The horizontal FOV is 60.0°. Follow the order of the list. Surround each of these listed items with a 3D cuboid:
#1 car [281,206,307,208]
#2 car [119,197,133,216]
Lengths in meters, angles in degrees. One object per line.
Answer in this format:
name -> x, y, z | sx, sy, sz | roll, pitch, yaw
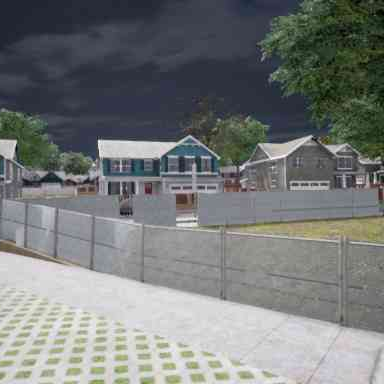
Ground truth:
car -> 8.546, 0.650, 26.908 | 4.892, 1.490, 1.837 | -3, 0, -16
car -> -3.893, 1.032, 23.003 | 5.357, 1.411, 2.033 | -2, 0, -18
